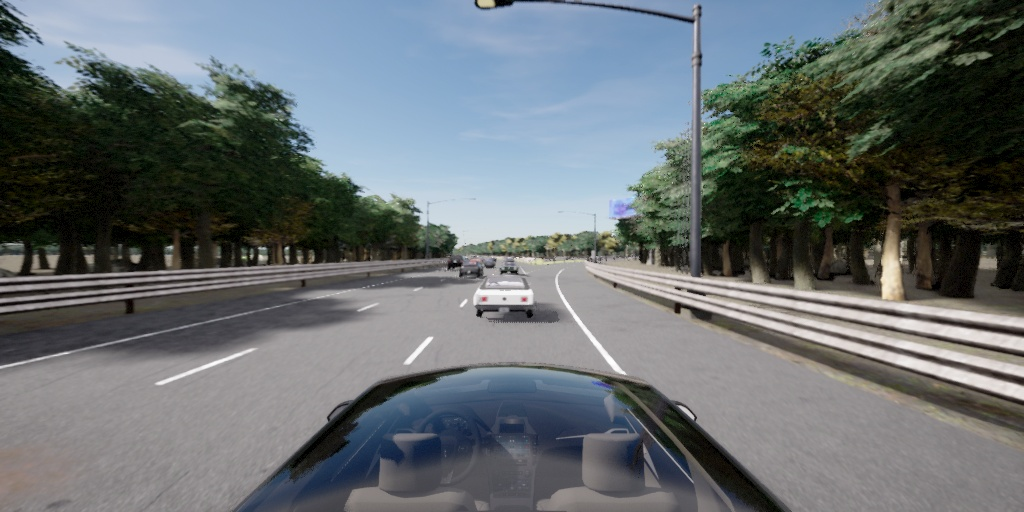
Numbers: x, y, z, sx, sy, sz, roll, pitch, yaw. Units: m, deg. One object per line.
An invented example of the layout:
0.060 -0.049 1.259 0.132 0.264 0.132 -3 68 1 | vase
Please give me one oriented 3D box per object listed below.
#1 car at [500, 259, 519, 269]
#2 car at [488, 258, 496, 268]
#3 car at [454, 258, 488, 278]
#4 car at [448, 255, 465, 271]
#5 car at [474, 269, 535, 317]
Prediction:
-0.286 1.294 36.991 1.895 1.301 4.718 0 0 0 | car
-3.752 1.219 58.652 1.994 1.385 4.181 0 0 -1 | car
-3.689 1.174 33.265 2.128 1.511 4.902 0 0 0 | car
-7.183 0.860 48.000 2.150 2.045 5.566 0 0 0 | car
-0.246 1.341 13.119 1.895 1.301 4.718 0 0 0 | car
